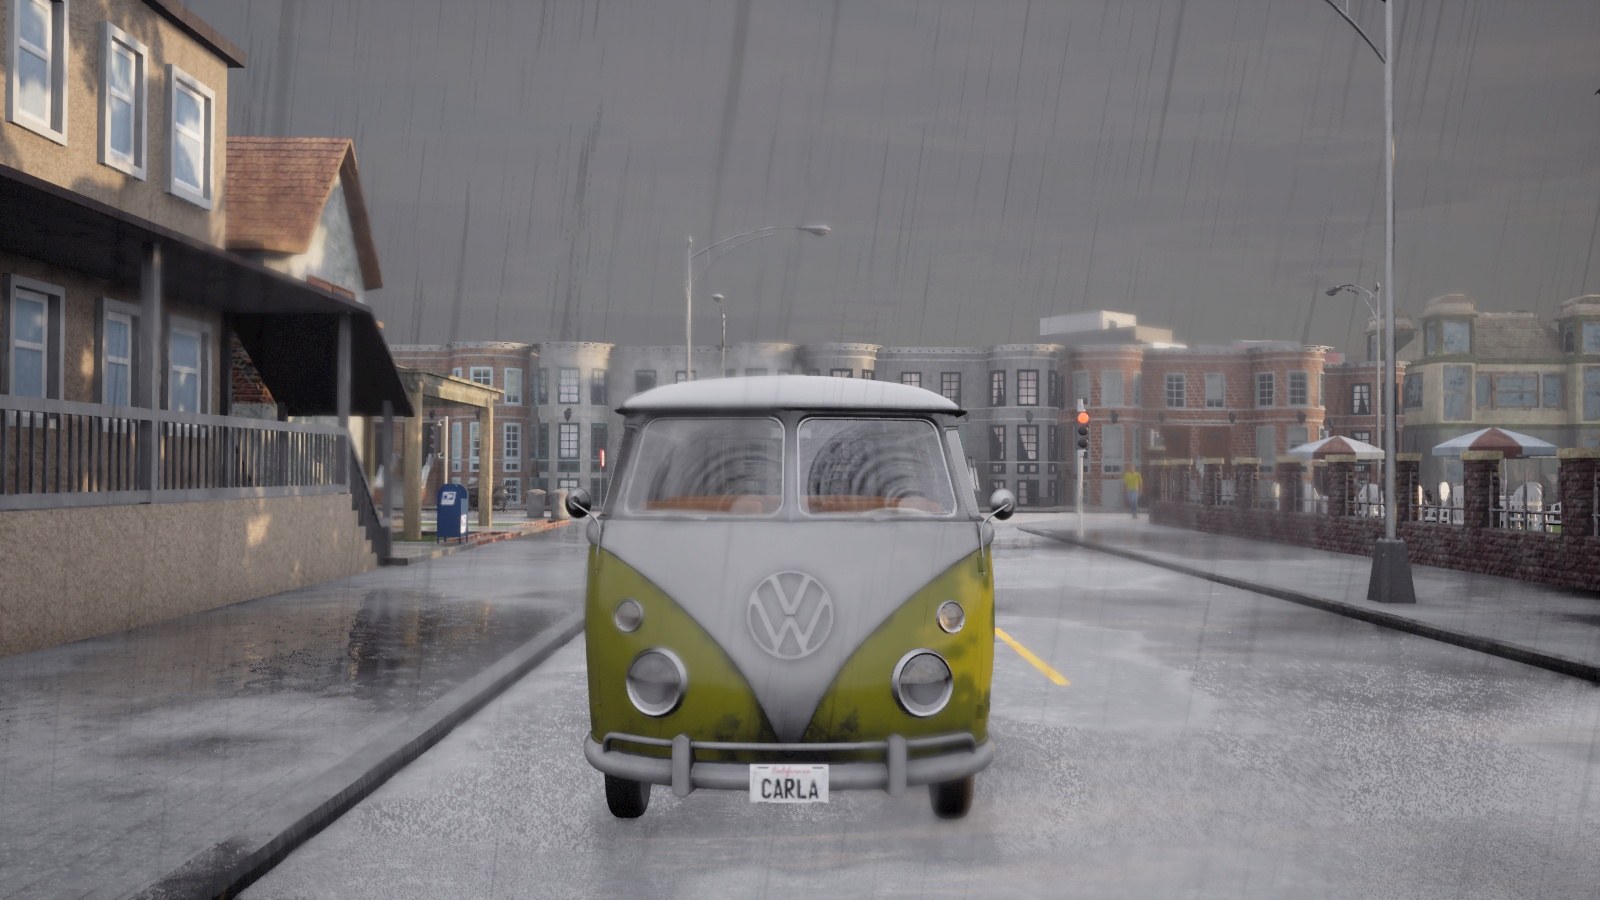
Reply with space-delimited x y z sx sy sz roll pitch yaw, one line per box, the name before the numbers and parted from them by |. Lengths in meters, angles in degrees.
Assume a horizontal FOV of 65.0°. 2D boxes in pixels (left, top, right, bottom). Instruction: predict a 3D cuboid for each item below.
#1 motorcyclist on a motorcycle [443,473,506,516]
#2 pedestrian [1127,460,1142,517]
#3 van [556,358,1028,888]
motorcyclist on a motorcycle | -11.777 1.604 45.473 2.044 1.523 0.797 -1 -1 -1
pedestrian | 10.993 1.261 41.304 0.354 1.836 0.706 -1 -1 25
van | -0.043 0.684 6.958 1.775 1.987 4.442 0 -1 0
